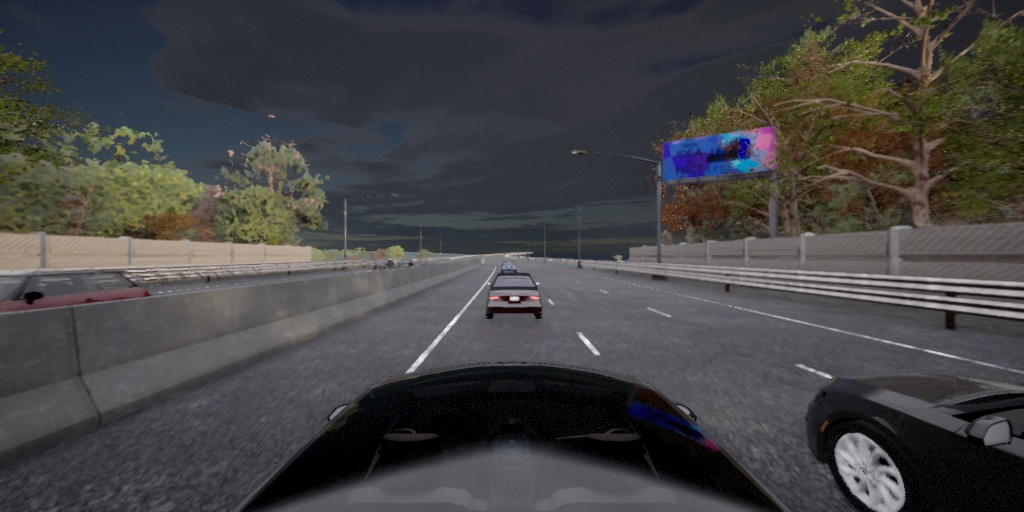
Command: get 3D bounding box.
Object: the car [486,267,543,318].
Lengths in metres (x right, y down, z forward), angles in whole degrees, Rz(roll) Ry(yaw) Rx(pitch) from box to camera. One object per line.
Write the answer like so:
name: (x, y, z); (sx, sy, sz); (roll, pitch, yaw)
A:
car: (0.052, 1.298, 13.019); (2.033, 1.411, 5.357); (0, 0, 0)

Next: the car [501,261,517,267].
car: (-0.387, 1.287, 42.046); (2.033, 1.411, 5.357); (0, 0, -1)

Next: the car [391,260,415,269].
car: (-14.759, 1.302, 49.565); (1.994, 1.385, 4.181); (0, 0, -1)

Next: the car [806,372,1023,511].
car: (3.594, 1.252, 1.254); (1.837, 1.490, 4.892); (0, 0, 0)

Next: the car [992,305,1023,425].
car: (7.091, 1.312, 2.460); (1.994, 1.385, 4.181); (0, 0, 0)

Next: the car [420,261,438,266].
car: (-11.248, 1.338, 48.959); (1.895, 1.301, 4.718); (0, 0, -1)

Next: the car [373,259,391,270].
car: (-18.307, 1.242, 51.394); (1.837, 1.490, 4.892); (0, 0, -1)

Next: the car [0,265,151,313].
car: (-10.622, 1.105, 7.662); (2.097, 1.767, 4.553); (0, 0, 0)

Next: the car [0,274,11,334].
car: (-14.119, 1.232, 6.928); (1.882, 1.535, 5.008); (0, 0, 0)
